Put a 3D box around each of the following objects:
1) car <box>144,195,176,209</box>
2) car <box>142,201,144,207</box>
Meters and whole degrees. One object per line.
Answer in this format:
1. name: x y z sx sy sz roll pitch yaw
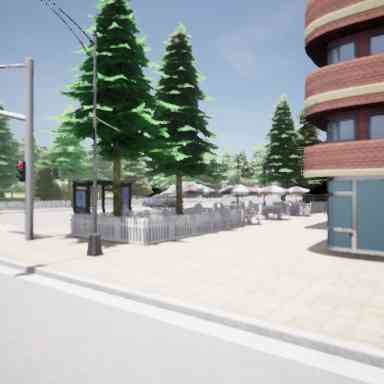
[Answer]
1. car: -3.450 1.444 41.565 1.994 1.385 4.181 0 0 40
2. car: -4.689 1.224 45.478 2.097 1.767 4.553 0 0 41
